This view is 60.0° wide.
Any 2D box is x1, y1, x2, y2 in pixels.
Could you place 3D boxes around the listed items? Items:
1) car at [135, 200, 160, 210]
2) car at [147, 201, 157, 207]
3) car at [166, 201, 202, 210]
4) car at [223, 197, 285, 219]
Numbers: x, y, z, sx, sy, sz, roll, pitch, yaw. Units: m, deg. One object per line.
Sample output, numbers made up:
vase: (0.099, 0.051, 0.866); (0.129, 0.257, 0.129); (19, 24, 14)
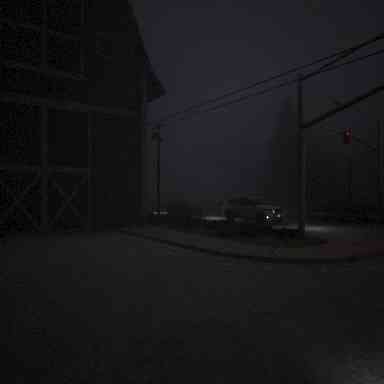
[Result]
car: (-6.683, 1.924, 49.595); (1.895, 1.301, 4.718); (0, 0, -34)
car: (-6.566, 1.791, 43.078); (1.837, 1.490, 4.892); (0, 0, -34)
car: (-0.868, 1.710, 34.760); (1.882, 1.535, 5.008); (0, 0, -35)
car: (4.772, 1.402, 26.533); (2.150, 2.045, 5.566); (0, 0, -34)
